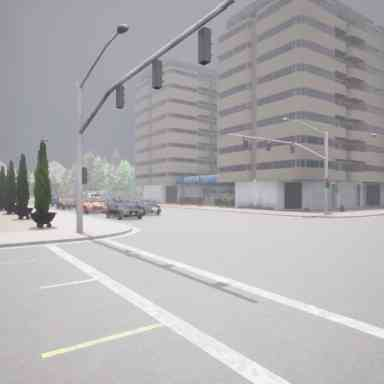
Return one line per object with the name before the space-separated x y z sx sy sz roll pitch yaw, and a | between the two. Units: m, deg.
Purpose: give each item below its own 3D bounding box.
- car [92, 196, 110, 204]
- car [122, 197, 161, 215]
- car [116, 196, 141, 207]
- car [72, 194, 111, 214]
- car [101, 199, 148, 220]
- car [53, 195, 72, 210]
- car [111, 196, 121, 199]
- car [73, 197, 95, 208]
car | -17.472 1.505 63.783 1.837 1.490 4.892 0 0 -34
car | -4.834 1.492 32.975 2.128 1.511 4.902 0 0 -35
car | -10.272 1.491 53.423 2.128 1.511 4.902 0 0 -35
car | -10.767 1.352 35.386 2.097 1.767 4.553 0 0 -35
car | -5.811 1.564 28.252 1.994 1.385 4.181 0 0 -35
car | -16.405 1.526 43.520 1.812 1.442 4.674 0 0 -35
car | -10.078 1.505 40.532 1.837 1.490 4.892 0 0 -35
car | -15.964 1.505 49.028 1.837 1.490 4.892 0 0 -34
